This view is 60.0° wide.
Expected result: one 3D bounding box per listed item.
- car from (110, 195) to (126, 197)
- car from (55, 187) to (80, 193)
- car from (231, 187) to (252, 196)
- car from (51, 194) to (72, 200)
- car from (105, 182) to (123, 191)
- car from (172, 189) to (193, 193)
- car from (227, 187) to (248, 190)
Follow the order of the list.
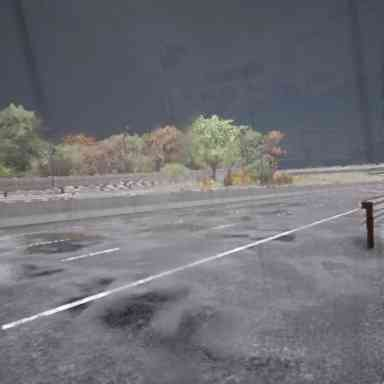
[{"bbox_3d":[-7.063,0.997,30.803,1.895,1.301,4.718,-1,1,38],"label":"car"},{"bbox_3d":[-21.169,-0.104,56.684,1.882,1.535,5.008,-2,3,17],"label":"car"},{"bbox_3d":[9.395,-0.149,62.816,1.812,1.442,4.674,-1,1,38],"label":"car"},{"bbox_3d":[-13.635,1.143,33.770,1.895,1.301,4.718,-1,1,38],"label":"car"},{"bbox_3d":[-16.588,-1.226,70.959,2.097,1.767,4.553,-2,4,19],"label":"car"},{"bbox_3d":[-1.692,0.376,48.876,2.128,1.511,4.902,-1,1,39],"label":"car"},{"bbox_3d":[5.821,0.194,47.087,1.837,1.490,4.892,-1,1,39],"label":"car"}]
